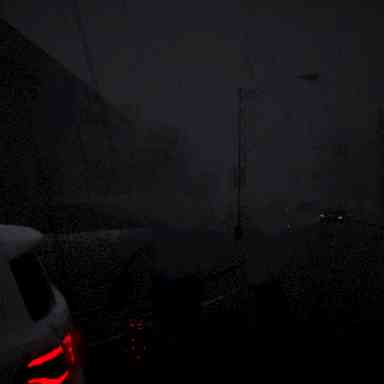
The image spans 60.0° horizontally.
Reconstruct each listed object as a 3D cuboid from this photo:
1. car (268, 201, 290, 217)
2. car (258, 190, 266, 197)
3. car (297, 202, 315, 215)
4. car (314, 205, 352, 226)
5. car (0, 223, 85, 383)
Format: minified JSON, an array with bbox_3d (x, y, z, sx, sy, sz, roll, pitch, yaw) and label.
[{"bbox_3d":[9.791,1.800,37.533,2.097,1.767,4.553,1,0,9],"label":"car"},{"bbox_3d":[16.463,0.244,78.169,1.837,1.490,4.892,1,4,9],"label":"car"},{"bbox_3d":[14.028,1.926,40.597,1.882,1.535,5.008,1,1,9],"label":"car"},{"bbox_3d":[11.996,2.019,28.189,1.994,1.385,4.181,1,-1,9],"label":"car"},{"bbox_3d":[-3.359,1.247,1.428,5.566,2.045,2.150,0,0,-34],"label":"car"}]
